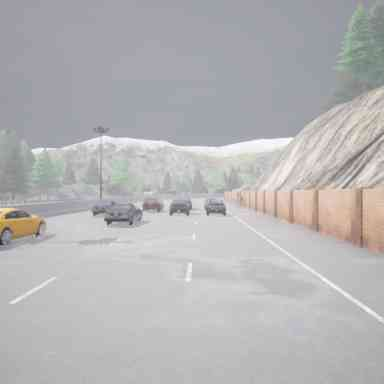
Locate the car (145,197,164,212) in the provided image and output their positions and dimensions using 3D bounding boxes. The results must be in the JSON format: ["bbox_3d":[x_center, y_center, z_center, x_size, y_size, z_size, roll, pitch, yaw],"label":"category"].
[{"bbox_3d":[-4.543,1.352,39.197,2.097,1.767,4.553,0,0,1],"label":"car"}]

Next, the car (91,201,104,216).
[{"bbox_3d":[-8.200,1.547,32.443,2.033,1.411,5.357,0,0,1],"label":"car"}]

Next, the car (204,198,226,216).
[{"bbox_3d":[2.312,1.492,32.820,2.128,1.511,4.902,0,0,1],"label":"car"}]

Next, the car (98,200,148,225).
[{"bbox_3d":[-4.885,1.547,24.269,2.033,1.411,5.357,0,0,1],"label":"car"}]

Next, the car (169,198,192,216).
[{"bbox_3d":[-1.184,1.505,33.046,1.837,1.490,4.892,0,0,1],"label":"car"}]

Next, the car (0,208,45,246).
[{"bbox_3d":[-8.594,1.477,15.309,1.882,1.535,5.008,0,0,1],"label":"car"}]

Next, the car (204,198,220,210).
[{"bbox_3d":[2.550,1.526,43.266,1.812,1.442,4.674,0,0,1],"label":"car"}]
